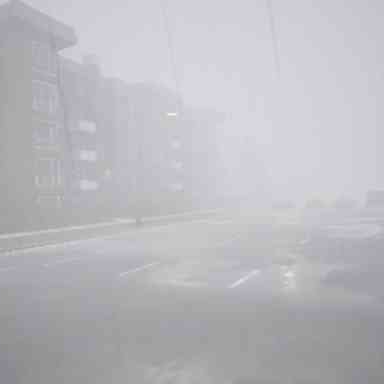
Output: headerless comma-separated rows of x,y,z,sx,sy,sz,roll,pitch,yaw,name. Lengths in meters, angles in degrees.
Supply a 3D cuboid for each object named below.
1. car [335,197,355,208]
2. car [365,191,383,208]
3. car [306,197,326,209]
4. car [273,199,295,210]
19.577,1.316,42.510,1.994,1.385,4.181,-2,-1,31,car
22.628,0.849,40.816,2.150,2.045,5.566,-2,0,31,car
16.579,1.353,44.318,1.882,1.535,5.008,-2,0,31,car
11.992,1.593,43.458,1.994,1.385,4.181,-2,-1,31,car
